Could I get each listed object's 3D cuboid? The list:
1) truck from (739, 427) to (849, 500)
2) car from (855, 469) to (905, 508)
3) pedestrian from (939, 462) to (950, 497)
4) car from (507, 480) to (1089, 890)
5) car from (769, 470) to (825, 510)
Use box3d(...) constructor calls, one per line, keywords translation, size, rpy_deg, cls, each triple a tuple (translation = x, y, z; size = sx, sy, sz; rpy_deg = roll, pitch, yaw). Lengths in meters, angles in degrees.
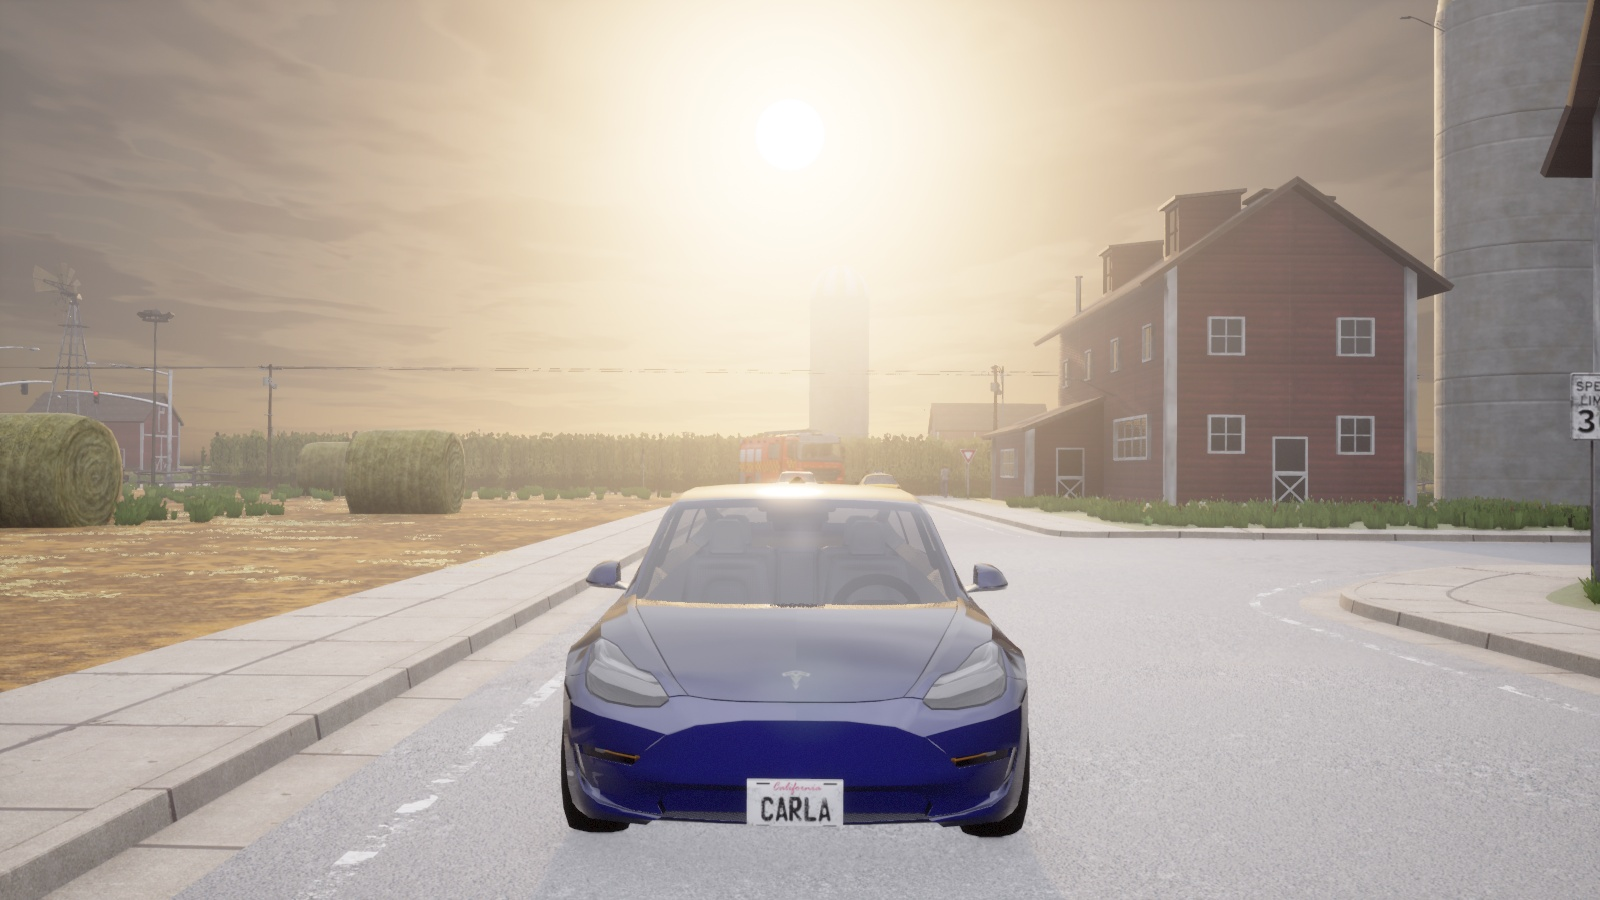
box3d(translation=(-0.475, 0.781, 70.414), size=(2.891, 3.827, 8.468), rpy_deg=(1, -1, -25), cls="truck")
box3d(translation=(3.375, 1.618, 53.829), size=(1.801, 1.575, 5.366), rpy_deg=(0, -1, 0), cls="car")
box3d(translation=(7.624, 1.543, 66.315), size=(0.354, 1.836, 0.706), rpy_deg=(0, -1, -18), cls="pedestrian")
box3d(translation=(-0.011, 0.931, 7.078), size=(2.163, 1.488, 4.792), rpy_deg=(0, -1, 0), cls="car")
box3d(translation=(-0.115, 1.576, 50.184), size=(2.128, 1.511, 4.902), rpy_deg=(0, -1, 0), cls="car")
